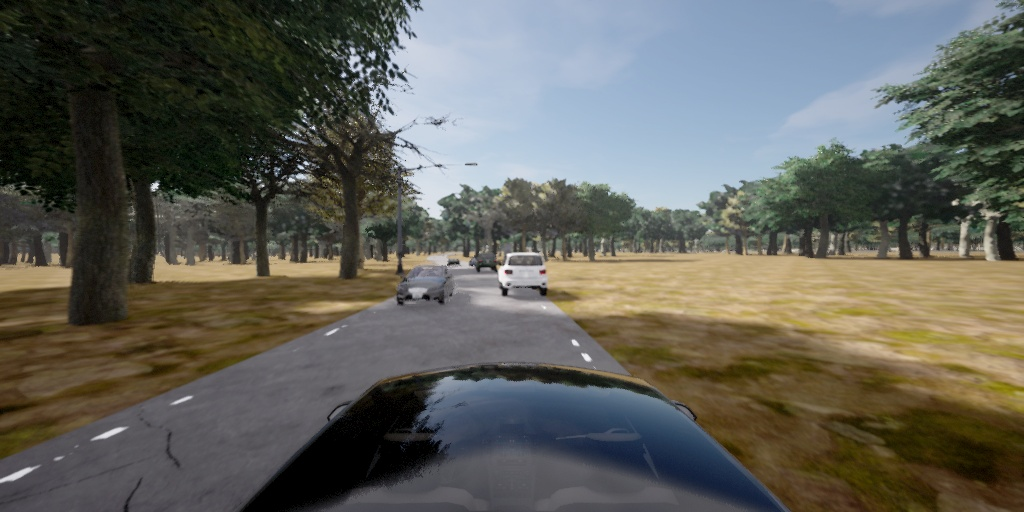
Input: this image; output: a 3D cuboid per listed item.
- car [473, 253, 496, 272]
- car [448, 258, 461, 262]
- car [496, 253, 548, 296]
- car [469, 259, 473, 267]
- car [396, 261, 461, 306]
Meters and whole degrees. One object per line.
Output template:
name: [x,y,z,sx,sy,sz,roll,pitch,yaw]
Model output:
car: [-2.911,0.669,40.195,2.150,2.045,5.566,0,1,-9]
car: [-9.005,0.896,55.800,1.895,1.301,4.718,0,1,-12]
car: [0.462,0.851,18.513,2.150,2.045,5.566,0,0,-4]
car: [-5.295,0.869,53.487,1.994,1.385,4.181,0,1,-13]
car: [-3.568,1.155,15.440,2.128,1.511,4.902,0,0,-3]
